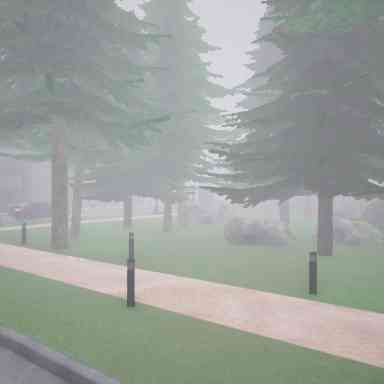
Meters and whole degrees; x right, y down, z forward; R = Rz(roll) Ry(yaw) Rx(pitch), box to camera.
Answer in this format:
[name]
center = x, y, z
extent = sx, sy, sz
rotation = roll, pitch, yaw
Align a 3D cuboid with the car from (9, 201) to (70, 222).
[car]
center = -12.199, 1.472, 26.880
extent = 1.812, 1.442, 4.674
rotation = 0, 0, 37
